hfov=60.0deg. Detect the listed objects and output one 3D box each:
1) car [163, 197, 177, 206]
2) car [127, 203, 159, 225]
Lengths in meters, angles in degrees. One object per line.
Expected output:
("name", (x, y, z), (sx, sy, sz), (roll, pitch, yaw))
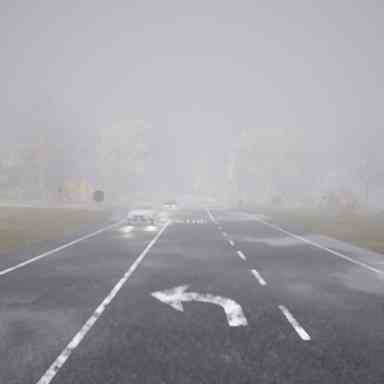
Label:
("car", (-3.533, 1.532, 54.591), (1.994, 1.385, 4.181), (0, 0, 0))
("car", (-3.489, 1.515, 24.277), (1.812, 1.442, 4.674), (0, 0, 0))
